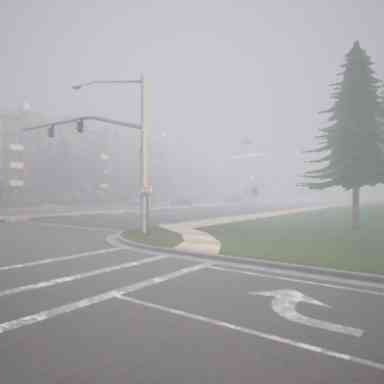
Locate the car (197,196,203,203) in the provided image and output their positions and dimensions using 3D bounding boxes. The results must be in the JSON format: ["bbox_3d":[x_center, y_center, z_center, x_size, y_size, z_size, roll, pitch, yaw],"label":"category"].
[{"bbox_3d":[0.548,1.470,67.856,1.812,1.442,4.674,0,0,35],"label":"car"}]

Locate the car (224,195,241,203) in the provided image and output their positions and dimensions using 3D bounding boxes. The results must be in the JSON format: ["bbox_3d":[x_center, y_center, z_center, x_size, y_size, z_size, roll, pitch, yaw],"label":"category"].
[{"bbox_3d":[8.151,1.396,66.501,2.128,1.511,4.902,0,0,35],"label":"car"}]

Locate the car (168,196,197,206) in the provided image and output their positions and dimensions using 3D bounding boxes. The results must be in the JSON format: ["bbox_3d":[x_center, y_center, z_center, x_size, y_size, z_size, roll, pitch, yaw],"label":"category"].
[{"bbox_3d":[-1.702,1.462,52.595,1.837,1.490,4.892,0,0,35],"label":"car"}]

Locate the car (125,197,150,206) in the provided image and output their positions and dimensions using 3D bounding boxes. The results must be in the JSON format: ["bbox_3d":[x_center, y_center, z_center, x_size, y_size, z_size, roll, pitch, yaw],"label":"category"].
[{"bbox_3d":[-8.848,1.475,54.586,1.812,1.442,4.674,0,0,35],"label":"car"}]
